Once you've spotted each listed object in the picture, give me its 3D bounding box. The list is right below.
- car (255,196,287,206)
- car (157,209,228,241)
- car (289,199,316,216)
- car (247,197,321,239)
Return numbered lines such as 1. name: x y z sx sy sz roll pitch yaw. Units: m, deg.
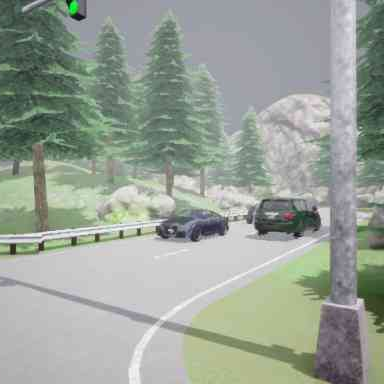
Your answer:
1. car: 13.140 1.526 55.395 1.882 1.535 5.008 3 -2 -42
2. car: 0.142 1.578 16.785 1.994 1.385 4.181 0 0 34
3. car: 11.254 1.519 33.608 1.837 1.490 4.892 0 0 27
4. car: 5.270 1.352 17.930 2.150 2.045 5.566 0 -1 34
